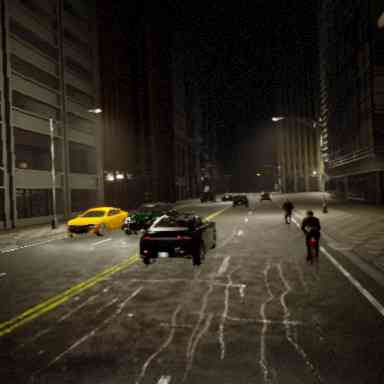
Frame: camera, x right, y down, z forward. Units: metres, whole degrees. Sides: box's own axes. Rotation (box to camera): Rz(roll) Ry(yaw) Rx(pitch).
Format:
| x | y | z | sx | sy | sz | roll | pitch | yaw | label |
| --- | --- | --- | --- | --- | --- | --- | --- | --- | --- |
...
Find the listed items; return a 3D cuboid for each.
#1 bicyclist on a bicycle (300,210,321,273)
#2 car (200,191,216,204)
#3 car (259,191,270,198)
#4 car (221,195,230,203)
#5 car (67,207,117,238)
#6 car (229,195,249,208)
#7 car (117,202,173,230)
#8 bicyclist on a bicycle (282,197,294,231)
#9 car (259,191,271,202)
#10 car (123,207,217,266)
| x | y | z | sx | sy | sz | roll | pitch | yaw | label |
| --- | --- | --- | --- | --- | --- | --- | --- | --- | --- |
| 3.307 | 1.319 | 9.172 | 0.582 | 1.620 | 1.656 | -2 | 0 | 12 | bicyclist on a bicycle |
| 2.963 | 0.963 | 59.086 | 2.150 | 2.045 | 5.566 | -2 | 0 | 13 | car |
| 16.564 | 0.596 | 76.078 | 2.128 | 1.511 | 4.902 | -2 | 0 | 12 | car |
| 6.479 | 1.160 | 59.918 | 1.994 | 1.385 | 4.181 | -2 | 0 | 13 | car |
| -5.425 | 1.692 | 19.749 | 1.882 | 1.535 | 5.008 | -2 | 0 | 12 | car |
| 6.312 | 1.148 | 42.861 | 1.882 | 1.535 | 5.008 | -2 | 0 | 12 | car |
| -2.229 | 1.435 | 19.191 | 2.097 | 1.767 | 4.553 | -2 | 0 | 12 | car |
| 5.140 | 1.151 | 17.842 | 0.659 | 1.776 | 1.843 | -2 | 0 | 12 | bicyclist on a bicycle |
| 12.300 | 0.917 | 55.726 | 2.033 | 1.411 | 5.357 | -2 | 0 | 12 | car |
| -0.302 | 1.505 | 11.636 | 2.128 | 1.511 | 4.902 | -2 | 0 | 12 | car |
